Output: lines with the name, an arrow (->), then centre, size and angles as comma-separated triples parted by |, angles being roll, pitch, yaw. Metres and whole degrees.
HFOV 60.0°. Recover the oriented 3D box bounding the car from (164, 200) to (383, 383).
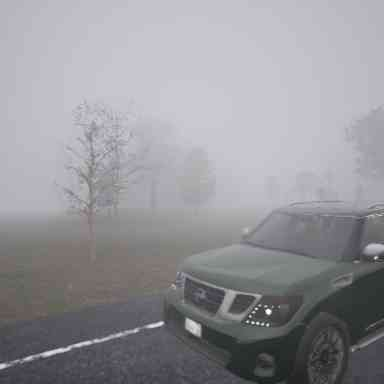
car -> 2.272, 1.191, 5.430 | 5.566, 2.045, 2.150 | 0, 0, -35
